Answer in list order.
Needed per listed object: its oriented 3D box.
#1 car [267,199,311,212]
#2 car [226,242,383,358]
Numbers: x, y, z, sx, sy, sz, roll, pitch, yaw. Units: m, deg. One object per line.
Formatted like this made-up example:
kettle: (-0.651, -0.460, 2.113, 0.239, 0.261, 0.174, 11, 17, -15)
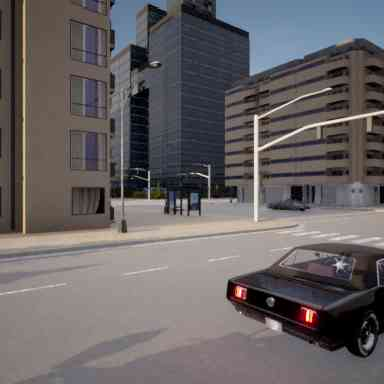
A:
car: (11.605, 1.603, 40.100, 2.033, 1.411, 5.357, 0, 0, -37)
car: (2.954, 1.601, 6.035, 4.718, 1.301, 1.895, 0, 0, -36)
